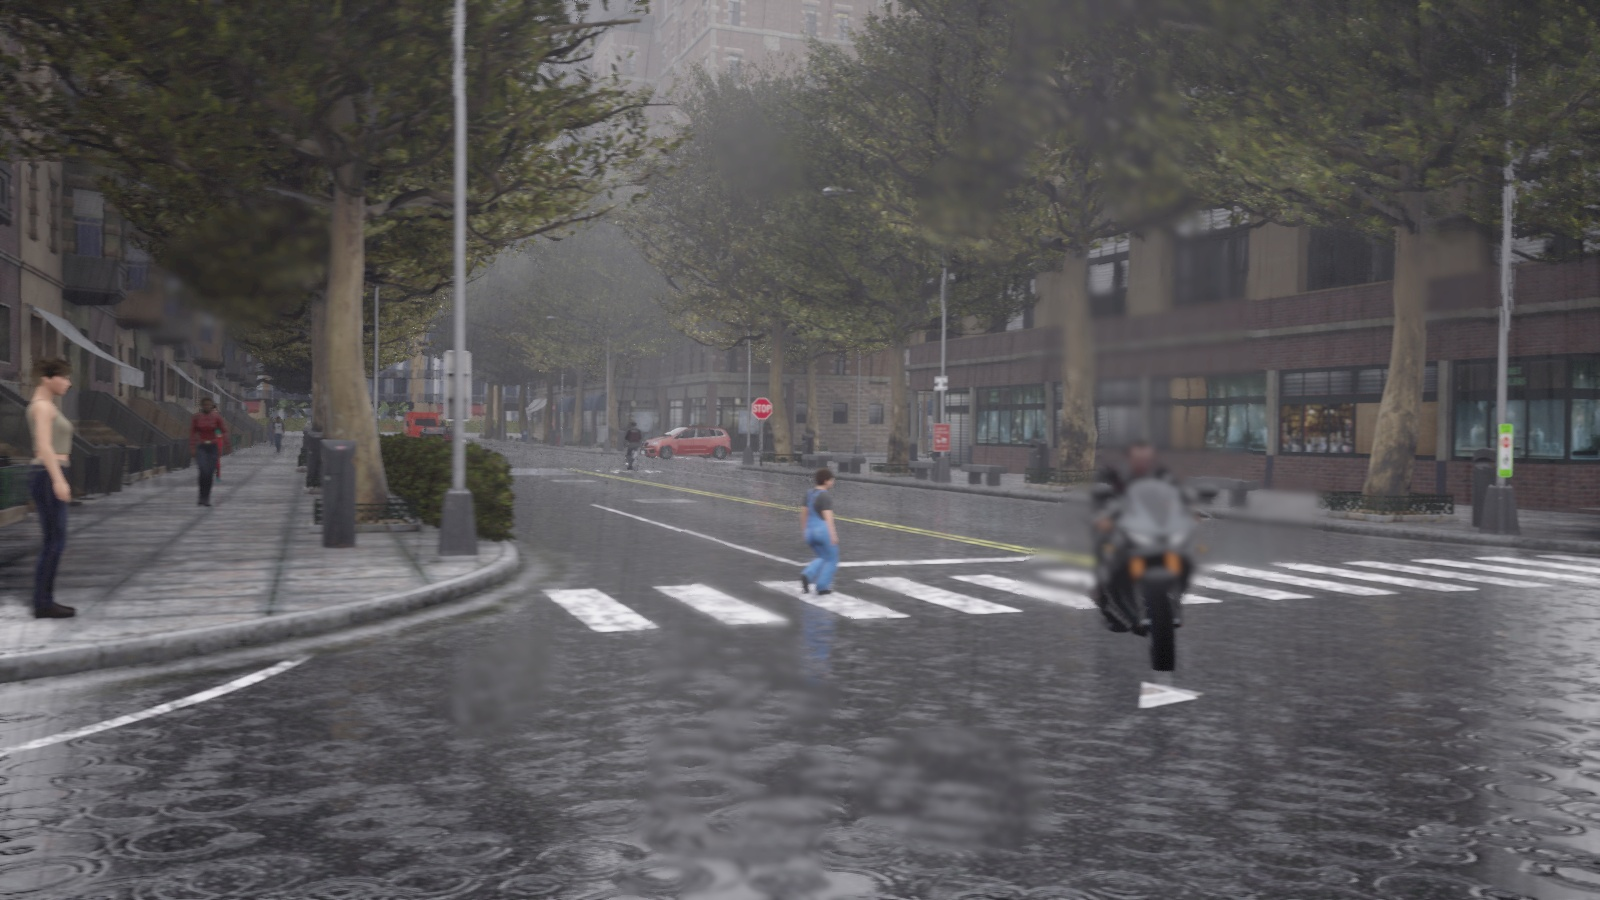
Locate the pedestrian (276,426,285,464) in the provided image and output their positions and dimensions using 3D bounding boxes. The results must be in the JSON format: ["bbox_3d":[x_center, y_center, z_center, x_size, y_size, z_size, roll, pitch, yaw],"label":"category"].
[{"bbox_3d":[-25.165,-0.263,60.822,0.354,1.836,0.706,-1,1,-22],"label":"pedestrian"}]

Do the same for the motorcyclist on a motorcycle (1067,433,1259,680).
[{"bbox_3d":[2.517,0.659,8.995,0.866,1.530,2.191,-1,1,5],"label":"motorcyclist on a motorcycle"}]

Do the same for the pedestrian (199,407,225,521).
[{"bbox_3d":[-9.743,0.222,20.804,0.331,1.846,0.636,-1,1,-28],"label":"pedestrian"}]

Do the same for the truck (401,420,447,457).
[{"bbox_3d":[-26.074,-0.820,86.939,2.627,2.467,5.204,-1,1,-21],"label":"truck"}]

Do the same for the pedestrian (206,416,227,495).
[{"bbox_3d":[-13.664,0.124,29.407,0.345,1.836,0.594,-1,1,-18],"label":"pedestrian"}]

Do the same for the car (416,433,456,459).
[{"bbox_3d":[-22.694,-0.282,78.214,2.007,1.525,4.514,-1,1,-21],"label":"car"}]

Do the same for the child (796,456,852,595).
[{"bbox_3d":[0.228,0.691,11.739,0.437,1.263,0.270,-1,1,-38],"label":"child"}]

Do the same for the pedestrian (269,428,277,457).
[{"bbox_3d":[-34.225,-0.502,81.516,0.354,1.836,0.706,-1,1,-14],"label":"pedestrian"}]

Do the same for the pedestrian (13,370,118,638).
[{"bbox_3d":[-5.194,0.366,8.894,0.594,1.836,0.345,-1,1,-30],"label":"pedestrian"}]

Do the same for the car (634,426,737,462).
[{"bbox_3d":[-5.747,-0.322,63.068,4.611,1.667,2.242,-1,1,-29],"label":"car"}]
